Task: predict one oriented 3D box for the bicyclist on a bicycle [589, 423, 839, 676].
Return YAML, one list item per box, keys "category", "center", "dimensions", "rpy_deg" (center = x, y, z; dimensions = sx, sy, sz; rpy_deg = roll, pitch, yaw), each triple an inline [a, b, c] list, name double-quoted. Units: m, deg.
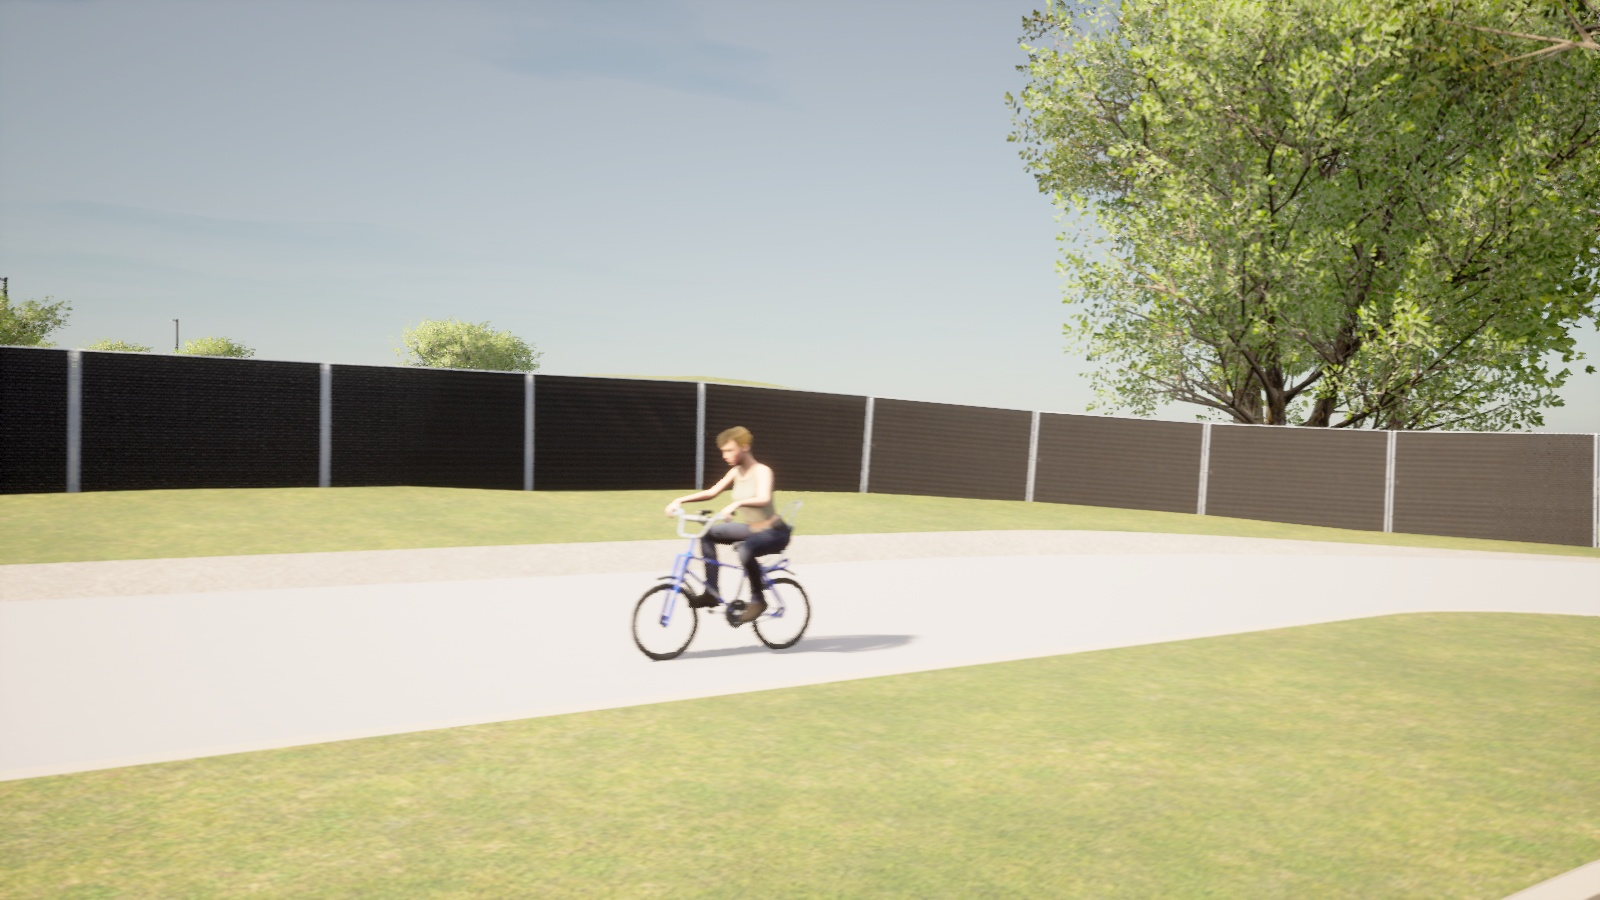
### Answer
- category: "bicyclist on a bicycle"
  center: [-0.596, 0.641, 8.808]
  dimensions: [1.509, 1.612, 0.866]
  rpy_deg: [0, 0, -35]
